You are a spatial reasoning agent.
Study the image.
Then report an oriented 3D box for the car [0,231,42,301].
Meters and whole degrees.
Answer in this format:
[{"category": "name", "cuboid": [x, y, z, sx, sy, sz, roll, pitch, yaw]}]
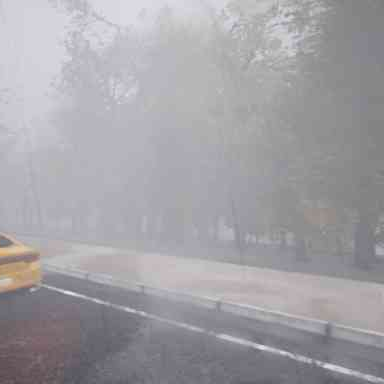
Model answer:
[{"category": "car", "cuboid": [-5.439, 1.530, 7.548, 5.008, 1.535, 1.882, -1, 0, 35]}]
